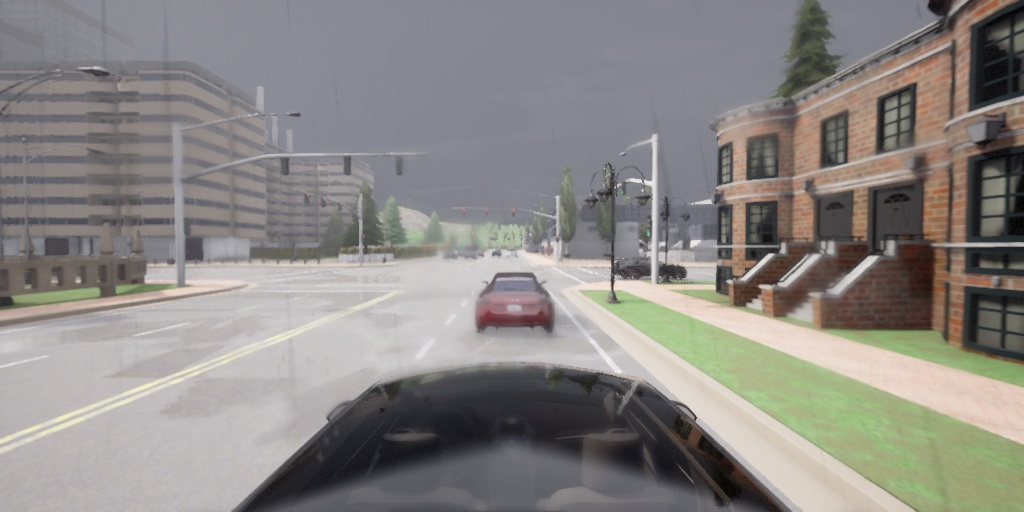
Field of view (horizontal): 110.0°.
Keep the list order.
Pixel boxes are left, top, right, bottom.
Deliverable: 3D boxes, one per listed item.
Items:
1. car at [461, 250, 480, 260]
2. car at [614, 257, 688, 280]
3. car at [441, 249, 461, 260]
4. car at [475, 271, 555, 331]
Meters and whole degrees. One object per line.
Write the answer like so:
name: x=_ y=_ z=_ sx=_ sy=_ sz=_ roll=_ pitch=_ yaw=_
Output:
car: x=-7.019 y=-0.089 z=61.437 sx=1.837 sy=1.490 sz=4.892 roll=0 pitch=1 yaw=1
car: x=8.998 y=0.787 z=23.472 sx=4.674 sy=1.442 sz=1.812 roll=0 pitch=1 yaw=-2
car: x=-10.519 y=-0.030 z=61.465 sx=1.994 sy=1.385 sz=4.181 roll=0 pitch=1 yaw=1
car: x=0.078 y=1.123 z=10.205 sx=1.994 sy=1.385 sz=4.181 roll=0 pitch=1 yaw=0
